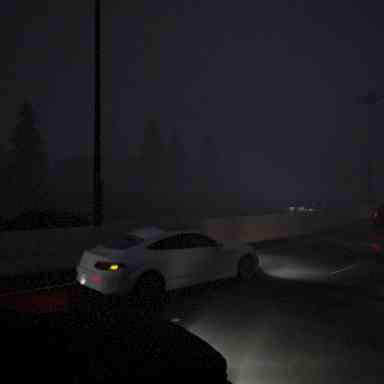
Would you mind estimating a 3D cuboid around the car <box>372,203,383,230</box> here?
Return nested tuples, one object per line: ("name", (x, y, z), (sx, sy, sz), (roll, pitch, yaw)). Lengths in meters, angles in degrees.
("car", (12.963, 1.425, 20.875), (2.097, 1.767, 4.553), (0, 0, 42))

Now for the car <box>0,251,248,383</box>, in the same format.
("car", (-2.186, 1.555, 2.212), (5.357, 1.411, 2.033), (0, 0, -37))

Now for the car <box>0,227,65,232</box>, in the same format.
("car", (-7.685, 1.558, 15.960), (4.892, 1.490, 1.837), (0, 0, -38))

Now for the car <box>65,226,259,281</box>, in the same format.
("car", (-0.380, 1.554, 8.112), (4.674, 1.442, 1.812), (0, 0, -38))
